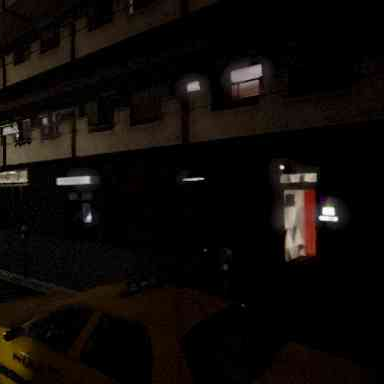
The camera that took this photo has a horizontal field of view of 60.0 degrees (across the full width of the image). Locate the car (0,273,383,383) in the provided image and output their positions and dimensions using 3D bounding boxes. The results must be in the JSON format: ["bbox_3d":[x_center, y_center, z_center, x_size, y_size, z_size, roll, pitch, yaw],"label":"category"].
[{"bbox_3d":[-0.719,1.524,3.400,4.829,1.417,1.752,0,-1,36],"label":"car"}]
